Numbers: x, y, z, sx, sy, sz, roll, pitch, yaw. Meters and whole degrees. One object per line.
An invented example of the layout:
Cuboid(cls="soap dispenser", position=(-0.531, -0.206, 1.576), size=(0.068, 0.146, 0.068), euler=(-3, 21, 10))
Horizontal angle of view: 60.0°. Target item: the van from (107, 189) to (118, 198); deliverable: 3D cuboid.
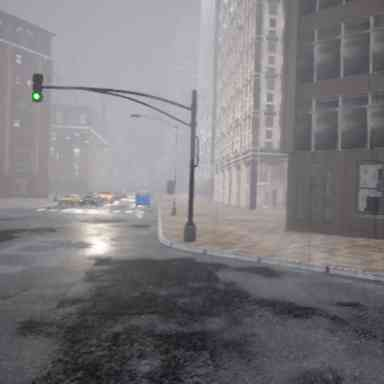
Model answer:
Cuboid(cls="van", position=(-16.628, 0.233, 69.709), size=(1.690, 1.788, 3.998), euler=(2, 0, -6))

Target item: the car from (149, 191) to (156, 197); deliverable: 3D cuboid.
Cuboid(cls="car", position=(-11.015, 0.509, 92.592), size=(1.947, 1.339, 4.313), euler=(2, 0, -6))

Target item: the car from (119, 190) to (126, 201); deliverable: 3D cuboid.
Cuboid(cls="car", position=(-12.615, 0.620, 54.826), size=(2.128, 1.511, 4.902), euler=(2, 0, -5))

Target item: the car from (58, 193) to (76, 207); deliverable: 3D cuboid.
Cuboid(cls="car", position=(-13.297, 0.777, 36.396), size=(1.752, 1.417, 4.829), euler=(2, 0, -6))

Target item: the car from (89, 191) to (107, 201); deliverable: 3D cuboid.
Cuboid(cls="car", position=(-14.976, 0.632, 53.139), size=(1.947, 1.339, 4.313), euler=(2, 0, -6))

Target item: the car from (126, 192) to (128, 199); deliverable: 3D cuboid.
Cuboid(cls="car", position=(-13.556, 0.590, 64.663), size=(1.994, 1.385, 4.181), euler=(2, 0, -6))

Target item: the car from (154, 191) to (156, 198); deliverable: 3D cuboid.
Cuboid(cls="car", position=(-7.691, 0.797, 59.450), size=(1.887, 1.381, 4.507), euler=(2, 0, -6))

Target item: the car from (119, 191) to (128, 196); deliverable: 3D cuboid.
Cuboid(cls="car", position=(-18.853, 0.280, 91.805), size=(1.802, 1.307, 4.206), euler=(2, 0, -6))

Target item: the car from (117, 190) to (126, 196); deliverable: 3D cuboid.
Cuboid(cls="car", position=(-18.294, 0.182, 86.279), size=(1.967, 1.590, 4.097), euler=(2, 0, -6))

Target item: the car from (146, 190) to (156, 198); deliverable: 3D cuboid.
Cuboid(cls="car", position=(-9.346, 0.397, 76.023), size=(2.192, 1.841, 5.009), euler=(2, 0, -6))

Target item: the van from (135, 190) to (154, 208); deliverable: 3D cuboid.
Cuboid(cls="van", position=(-5.470, 0.836, 37.351), size=(1.690, 1.788, 3.998), euler=(2, 0, -6))

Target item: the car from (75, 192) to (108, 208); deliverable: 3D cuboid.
Cuboid(cls="car", position=(-10.760, 0.938, 35.953), size=(1.895, 1.301, 4.718), euler=(2, 0, -5))

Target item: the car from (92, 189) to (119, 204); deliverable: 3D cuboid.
Cuboid(cls="car", position=(-11.656, 0.587, 45.031), size=(2.097, 1.767, 4.553), euler=(2, 0, -5))
